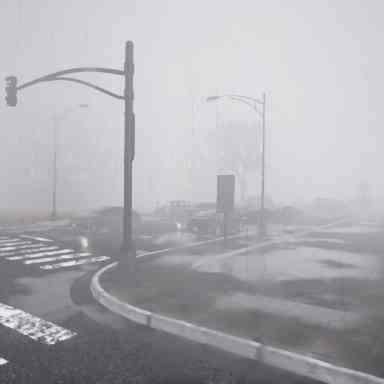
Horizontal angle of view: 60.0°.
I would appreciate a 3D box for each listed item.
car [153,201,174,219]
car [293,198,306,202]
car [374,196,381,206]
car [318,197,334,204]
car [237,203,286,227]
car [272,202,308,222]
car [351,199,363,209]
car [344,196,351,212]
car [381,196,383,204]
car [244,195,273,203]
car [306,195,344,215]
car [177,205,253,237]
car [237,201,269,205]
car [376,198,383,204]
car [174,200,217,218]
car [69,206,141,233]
[{"bbox_3d":[-1.612,1.481,29.454,1.967,1.590,4.097,1,0,36],"label":"car"},{"bbox_3d":[18.123,1.726,56.071,1.752,1.417,4.829,1,0,36],"label":"car"},{"bbox_3d":[34.943,1.940,64.796,1.752,1.417,4.829,1,0,36],"label":"car"},{"bbox_3d":[28.091,1.849,69.622,1.947,1.339,4.313,1,0,36],"label":"car"},{"bbox_3d":[4.718,1.737,23.483,1.947,1.339,4.313,1,0,36],"label":"car"},{"bbox_3d":[7.964,1.779,27.898,1.802,1.307,4.206,1,0,36],"label":"car"},{"bbox_3d":[24.976,1.773,51.244,1.967,1.590,4.097,1,0,36],"label":"car"},{"bbox_3d":[18.441,1.720,42.272,1.967,1.590,4.097,1,0,36],"label":"car"},{"bbox_3d":[41.423,1.784,73.602,2.192,1.841,5.009,1,0,36],"label":"car"},{"bbox_3d":[7.164,1.357,36.772,2.150,2.045,5.566,1,0,36],"label":"car"},{"bbox_3d":[15.180,1.569,37.780,2.192,1.841,5.009,1,0,36],"label":"car"},{"bbox_3d":[1.470,1.696,19.067,2.008,1.369,4.403,1,0,36],"label":"car"},{"bbox_3d":[4.424,1.707,27.701,1.994,1.385,4.181,1,0,37],"label":"car"},{"bbox_3d":[44.709,2.047,78.075,2.008,1.369,4.403,1,0,36],"label":"car"},{"bbox_3d":[0.919,1.591,28.301,1.837,1.490,4.892,1,0,36],"label":"car"},{"bbox_3d":[-5.086,1.564,20.139,1.812,1.442,4.674,1,0,36],"label":"car"}]
